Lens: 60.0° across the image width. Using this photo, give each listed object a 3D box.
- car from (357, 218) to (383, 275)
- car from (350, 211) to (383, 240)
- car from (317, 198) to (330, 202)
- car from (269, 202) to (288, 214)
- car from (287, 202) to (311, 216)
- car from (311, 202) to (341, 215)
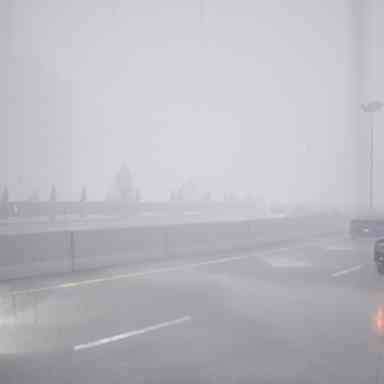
[{"bbox_3d":[7.116,1.651,9.982,4.902,1.511,2.128,1,-1,-43],"label":"car"},{"bbox_3d":[10.169,1.751,17.955,1.882,1.535,5.008,0,-1,44],"label":"car"},{"bbox_3d":[28.822,2.391,72.978,2.150,2.045,5.566,0,-1,10],"label":"car"},{"bbox_3d":[11.617,2.093,43.820,1.882,1.535,5.008,0,-1,29],"label":"car"},{"bbox_3d":[13.201,2.172,39.544,1.895,1.301,4.718,0,-1,31],"label":"car"},{"bbox_3d":[14.220,2.080,34.714,1.994,1.385,4.181,0,-1,33],"label":"car"}]
